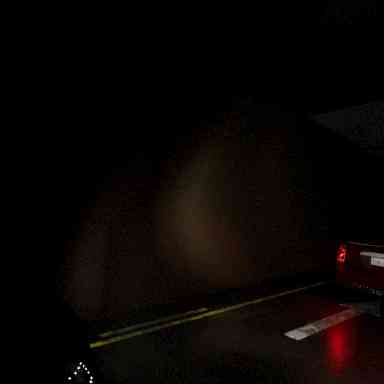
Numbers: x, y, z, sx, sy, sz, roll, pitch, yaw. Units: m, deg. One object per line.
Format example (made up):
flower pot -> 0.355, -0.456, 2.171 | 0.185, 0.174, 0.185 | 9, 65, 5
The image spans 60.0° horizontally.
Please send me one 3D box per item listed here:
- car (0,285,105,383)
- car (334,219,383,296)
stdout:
car -> -3.221, 1.222, 1.495 | 5.566, 2.045, 2.150 | 0, 0, -35
car -> 5.288, 1.352, 7.552 | 4.553, 1.767, 2.097 | 0, 0, -35
